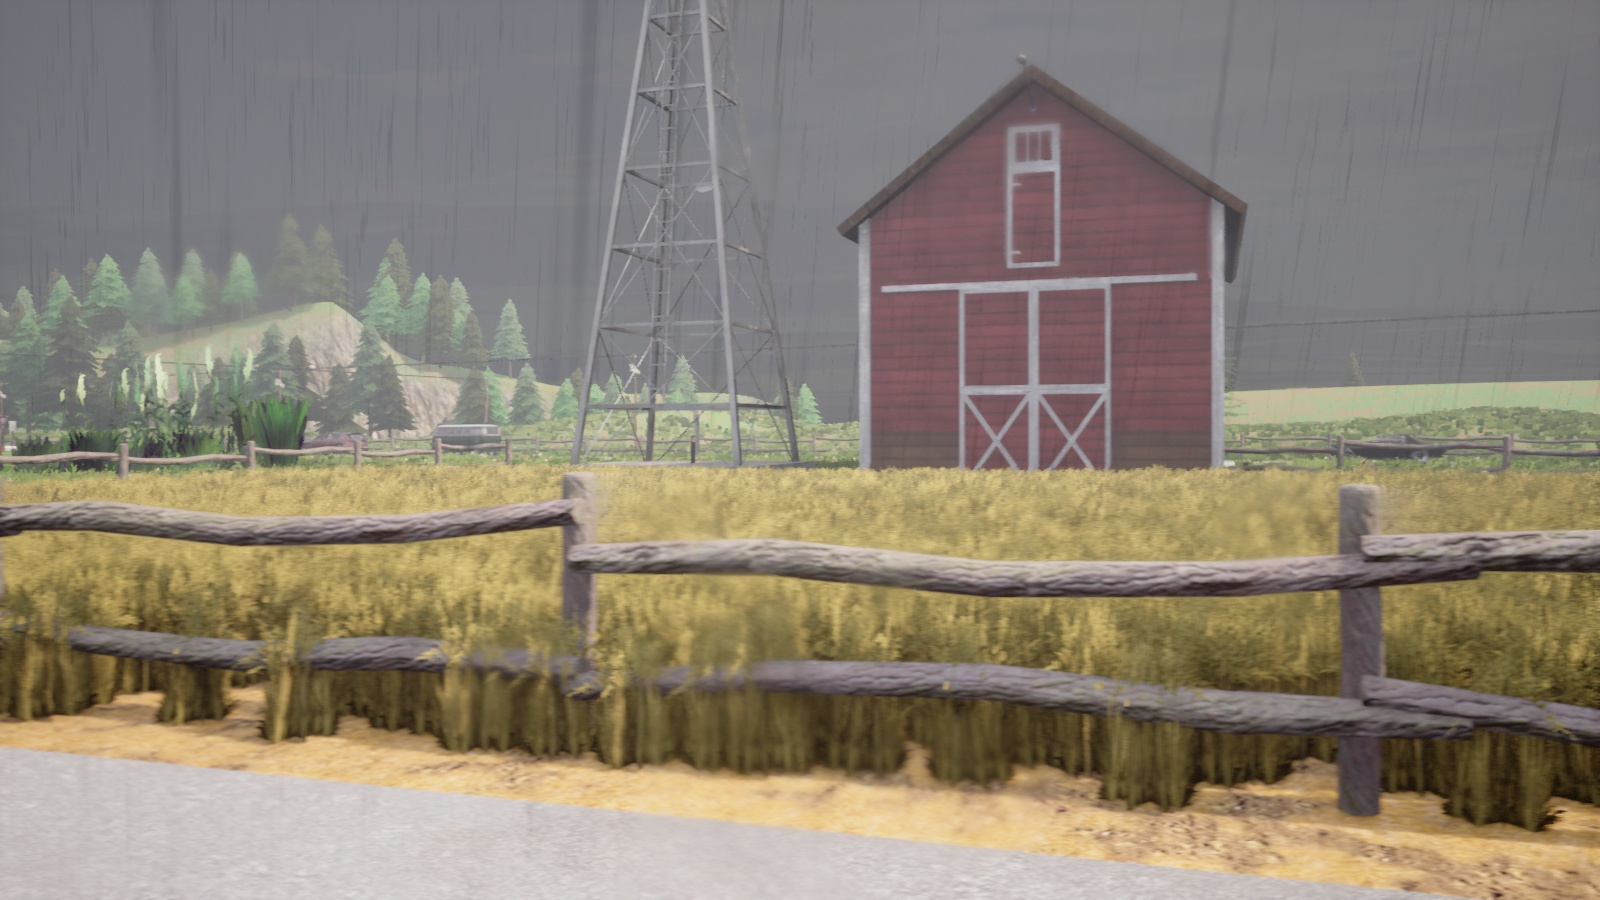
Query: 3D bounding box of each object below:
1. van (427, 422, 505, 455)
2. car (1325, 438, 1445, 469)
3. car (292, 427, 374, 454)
[{"bbox_3d":[-20.321,-0.709,76.364,4.442,1.987,1.775,0,1,24],"label":"van"},{"bbox_3d":[25.841,0.131,55.636,4.718,1.301,1.895,1,1,23],"label":"car"},{"bbox_3d":[-30.031,-0.628,80.740,4.856,1.649,2.033,1,1,24],"label":"car"}]
